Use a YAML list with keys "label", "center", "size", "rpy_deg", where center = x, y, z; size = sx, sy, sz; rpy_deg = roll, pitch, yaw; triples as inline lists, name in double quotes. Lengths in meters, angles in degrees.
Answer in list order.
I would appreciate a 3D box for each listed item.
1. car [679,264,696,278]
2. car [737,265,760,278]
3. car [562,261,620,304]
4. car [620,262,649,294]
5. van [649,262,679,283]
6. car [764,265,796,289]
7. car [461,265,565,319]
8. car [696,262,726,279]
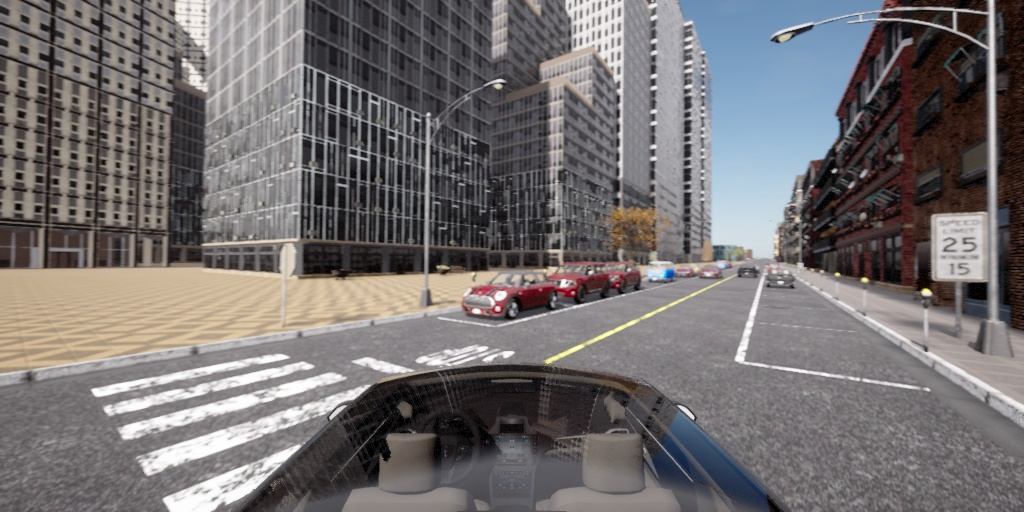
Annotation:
- label: "car"
  center: [19.677, 1.753, 40.774]
  size: [1.802, 1.307, 4.207]
  rpy_deg: [0, 0, 36]
- label: "car"
  center: [27.340, 1.732, 41.567]
  size: [1.837, 1.490, 4.892]
  rpy_deg: [0, 0, 36]
- label: "car"
  center: [3.286, 1.209, 17.787]
  size: [2.192, 1.841, 5.009]
  rpy_deg: [0, 0, 35]
- label: "car"
  center: [6.564, 1.266, 22.385]
  size: [2.192, 1.841, 5.009]
  rpy_deg: [0, 0, 36]
- label: "van"
  center: [13.120, 1.404, 31.579]
  size: [1.690, 1.789, 3.998]
  rpy_deg: [0, 0, 36]
- label: "car"
  center: [19.955, 1.627, 26.729]
  size: [2.007, 1.370, 4.403]
  rpy_deg: [0, 0, 36]
- label: "car"
  center: [0.008, 1.276, 13.190]
  size: [1.967, 1.591, 4.097]
  rpy_deg: [0, 0, 36]
- label: "car"
  center: [21.605, 1.697, 38.843]
  size: [1.812, 1.442, 4.674]
  rpy_deg: [0, 0, 35]
